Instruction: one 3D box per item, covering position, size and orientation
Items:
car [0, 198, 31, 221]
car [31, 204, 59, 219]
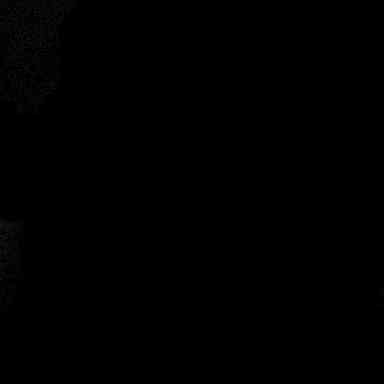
[{"bbox_3d":[-16.286,1.435,26.916,2.192,1.841,5.009,0,-1,36],"label":"car"},{"bbox_3d":[-13.144,1.779,31.305,1.802,1.307,4.206,0,-1,36],"label":"car"}]
